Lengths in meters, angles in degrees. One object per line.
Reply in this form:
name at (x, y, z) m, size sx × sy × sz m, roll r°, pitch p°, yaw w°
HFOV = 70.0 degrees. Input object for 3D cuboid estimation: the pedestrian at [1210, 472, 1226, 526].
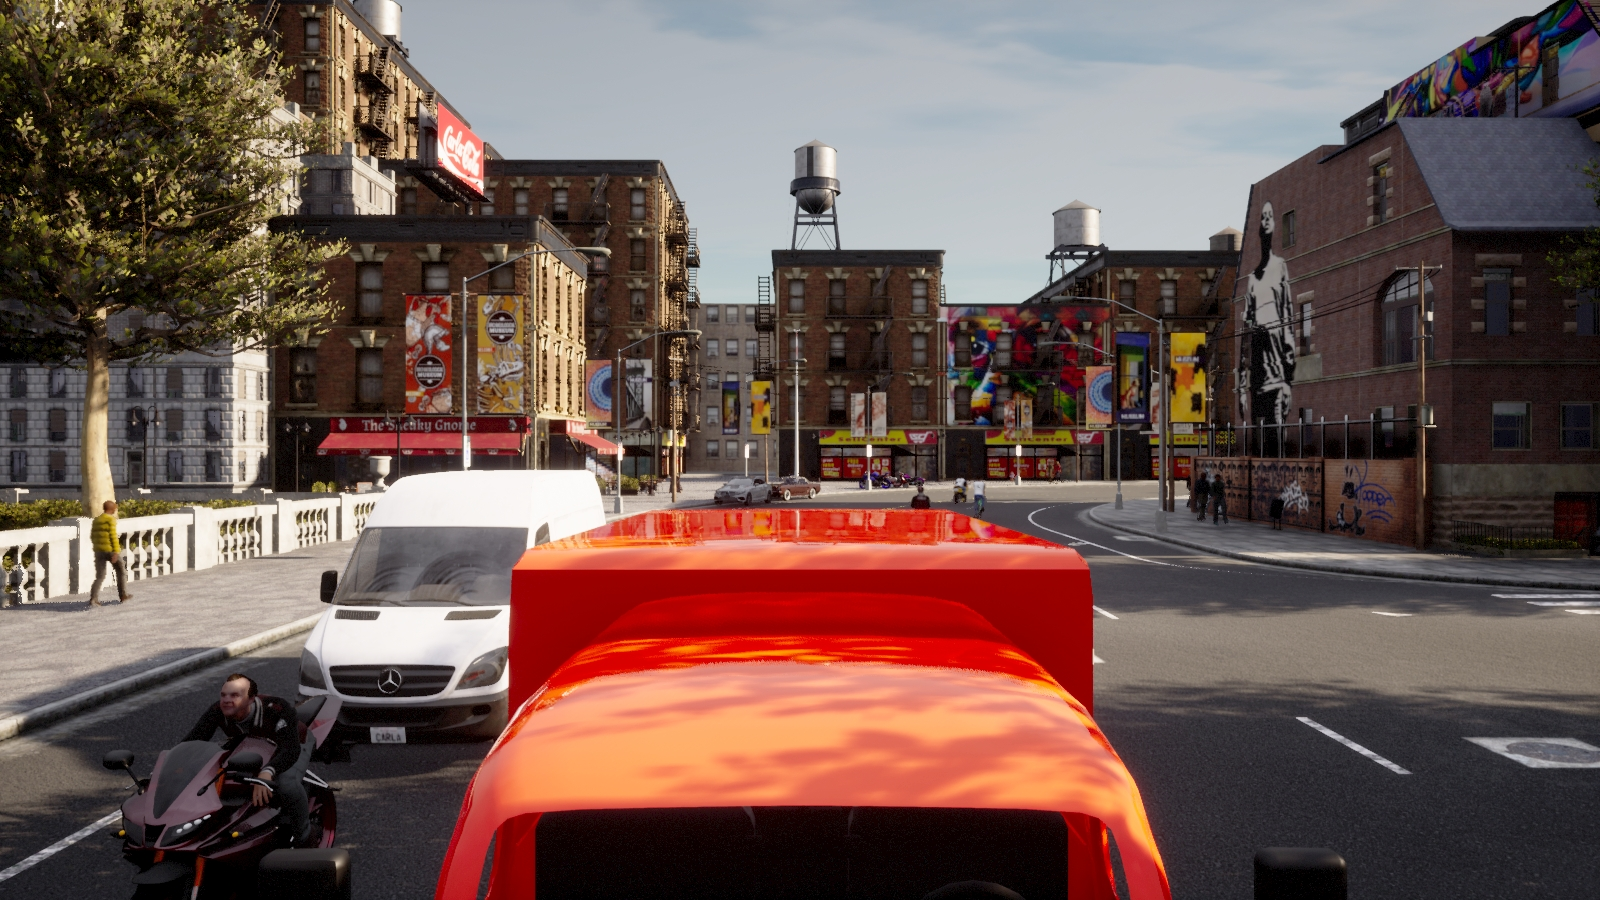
pedestrian at (14.548, 1.712, 39.774) m, size 0.375 × 1.860 × 0.375 m, roll 0°, pitch 0°, yaw -5°

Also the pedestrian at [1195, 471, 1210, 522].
pedestrian at (14.837, 1.713, 42.108) m, size 0.375 × 1.860 × 0.375 m, roll 0°, pitch 0°, yaw -6°

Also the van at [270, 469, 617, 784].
van at (-3.487, 1.540, 12.614) m, size 1.988 × 2.561 × 5.915 m, roll 0°, pitch 0°, yaw 0°

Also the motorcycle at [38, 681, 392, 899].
motorcycle at (-3.264, 2.208, 6.698) m, size 0.867 × 1.251 × 2.209 m, roll 0°, pitch 0°, yaw 3°

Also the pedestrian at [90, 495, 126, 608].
pedestrian at (-11.673, 1.705, 19.273) m, size 0.375 × 1.860 × 0.375 m, roll 0°, pitch 0°, yaw 9°

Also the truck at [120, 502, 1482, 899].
truck at (-0.002, 1.571, 4.805) m, size 2.627 × 2.467 × 5.204 m, roll 0°, pitch 0°, yaw 0°

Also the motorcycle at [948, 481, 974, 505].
motorcycle at (8.430, 2.236, 59.768) m, size 0.803 × 1.145 × 2.033 m, roll 1°, pitch 1°, yaw 25°
